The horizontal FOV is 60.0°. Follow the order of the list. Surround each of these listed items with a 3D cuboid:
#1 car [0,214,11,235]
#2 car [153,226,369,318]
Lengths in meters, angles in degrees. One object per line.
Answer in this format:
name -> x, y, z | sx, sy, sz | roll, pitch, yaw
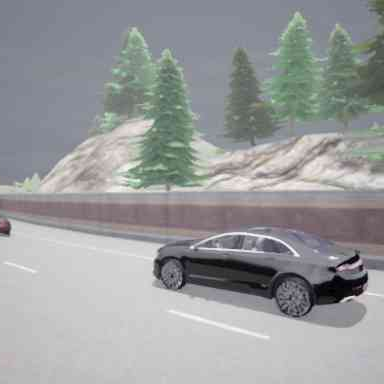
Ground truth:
car -> -12.084, 1.754, 19.261 | 4.181, 1.385, 1.994 | -1, -1, 45
car -> 1.245, 1.538, 7.574 | 4.902, 1.511, 2.128 | -1, -1, 37
